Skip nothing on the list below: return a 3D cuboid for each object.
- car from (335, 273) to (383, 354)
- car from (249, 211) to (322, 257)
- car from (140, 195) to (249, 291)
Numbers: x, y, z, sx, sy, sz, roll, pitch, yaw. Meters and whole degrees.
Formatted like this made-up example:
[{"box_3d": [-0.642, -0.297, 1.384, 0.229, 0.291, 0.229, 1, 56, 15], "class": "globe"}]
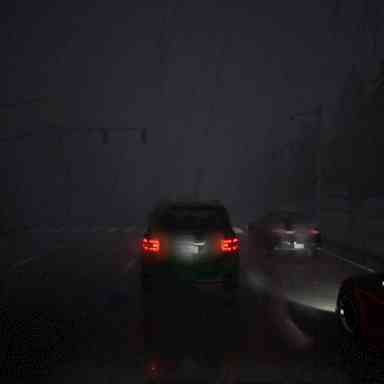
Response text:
[{"box_3d": [3.436, 1.564, 3.971, 1.994, 1.385, 4.181, 0, 0, -1], "class": "car"}, {"box_3d": [3.367, 1.492, 12.879, 2.128, 1.511, 4.902, 0, 0, 0], "class": "car"}, {"box_3d": [-0.075, 1.221, 9.131, 2.150, 2.045, 5.566, 0, 0, -1], "class": "car"}]
